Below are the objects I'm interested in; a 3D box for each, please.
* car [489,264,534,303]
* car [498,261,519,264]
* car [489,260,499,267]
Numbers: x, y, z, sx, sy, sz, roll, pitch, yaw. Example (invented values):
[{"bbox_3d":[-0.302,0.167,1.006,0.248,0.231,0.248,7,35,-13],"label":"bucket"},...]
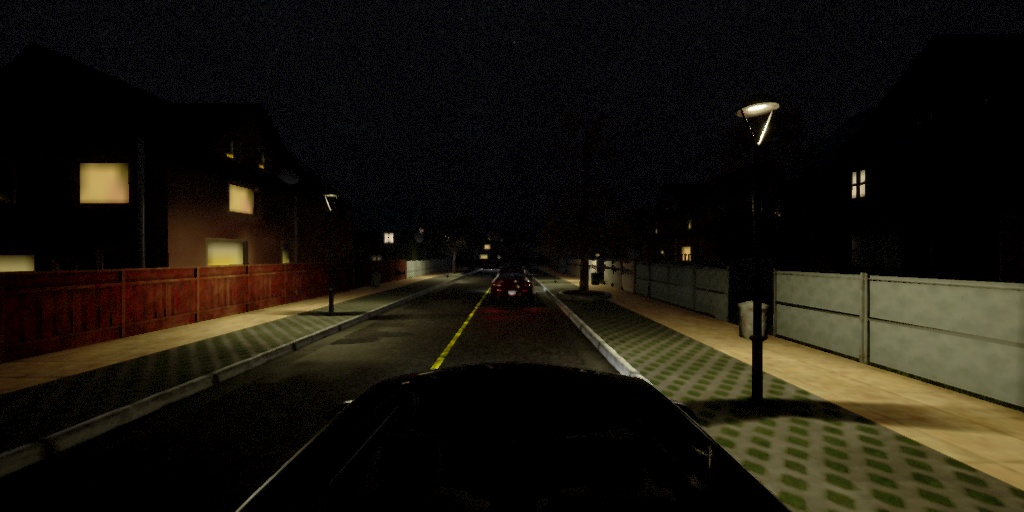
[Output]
[{"bbox_3d":[0.000,1.284,16.502,1.812,1.442,4.674,0,0,0],"label":"car"},{"bbox_3d":[0.000,1.289,31.504,1.837,1.490,4.892,0,0,0],"label":"car"},{"bbox_3d":[-2.749,1.427,59.592,1.837,1.490,4.892,0,0,0],"label":"car"}]
